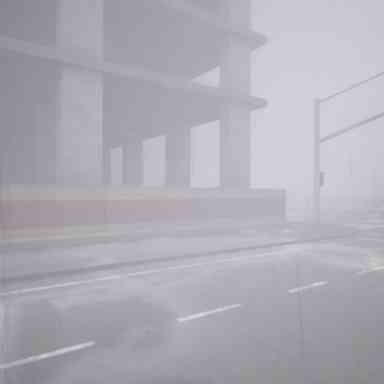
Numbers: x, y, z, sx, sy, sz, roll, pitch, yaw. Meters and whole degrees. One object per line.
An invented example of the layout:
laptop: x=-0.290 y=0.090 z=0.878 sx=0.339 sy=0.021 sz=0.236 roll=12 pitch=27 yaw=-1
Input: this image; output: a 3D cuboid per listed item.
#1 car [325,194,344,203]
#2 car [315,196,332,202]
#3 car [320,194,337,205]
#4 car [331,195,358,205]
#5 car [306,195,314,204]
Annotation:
car: x=32.761 y=1.488 z=76.455 sx=4.605 sy=1.855 sz=1.932 roll=0 pitch=0 yaw=-35
car: x=31.140 y=1.699 z=78.856 sx=3.905 sy=1.438 sz=1.784 roll=0 pitch=0 yaw=-35
car: x=25.258 y=1.628 z=61.064 sx=3.905 sy=1.438 sz=1.784 roll=0 pitch=0 yaw=-35
car: x=26.929 y=1.659 z=58.700 sx=3.806 sy=1.475 sz=1.970 roll=0 pitch=0 yaw=-35
car: x=23.668 y=1.417 z=63.227 sx=4.605 sy=1.855 sz=1.932 roll=0 pitch=0 yaw=-35
